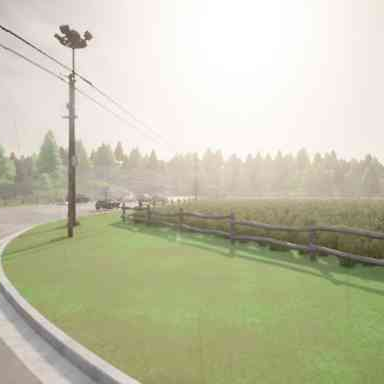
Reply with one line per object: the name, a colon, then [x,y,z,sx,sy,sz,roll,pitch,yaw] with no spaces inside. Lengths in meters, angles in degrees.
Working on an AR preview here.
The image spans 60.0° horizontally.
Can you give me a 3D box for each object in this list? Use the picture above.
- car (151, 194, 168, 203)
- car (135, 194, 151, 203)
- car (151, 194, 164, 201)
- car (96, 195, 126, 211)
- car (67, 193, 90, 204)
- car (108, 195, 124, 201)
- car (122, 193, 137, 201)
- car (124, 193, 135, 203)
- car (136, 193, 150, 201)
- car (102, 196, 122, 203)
car: [-6.211,1.458,67.819,2.128,1.511,4.902,0,0,9]
car: [-9.634,1.564,68.589,1.895,1.301,4.718,0,0,9]
car: [-8.053,1.292,78.436,1.837,1.490,4.892,0,0,9]
car: [-10.333,1.480,41.462,1.837,1.490,4.892,0,0,9]
car: [-21.204,1.179,62.135,2.150,2.045,5.566,0,0,9]
car: [-18.355,1.493,80.509,2.033,1.411,5.357,0,0,9]
car: [-14.969,1.143,79.516,2.097,1.767,4.553,0,0,9]
car: [-13.080,1.468,69.207,1.812,1.442,4.674,0,0,9]
car: [-11.514,1.145,78.961,2.097,1.767,4.553,0,0,9]
car: [-16.616,1.491,69.258,2.033,1.411,5.357,0,0,9]
